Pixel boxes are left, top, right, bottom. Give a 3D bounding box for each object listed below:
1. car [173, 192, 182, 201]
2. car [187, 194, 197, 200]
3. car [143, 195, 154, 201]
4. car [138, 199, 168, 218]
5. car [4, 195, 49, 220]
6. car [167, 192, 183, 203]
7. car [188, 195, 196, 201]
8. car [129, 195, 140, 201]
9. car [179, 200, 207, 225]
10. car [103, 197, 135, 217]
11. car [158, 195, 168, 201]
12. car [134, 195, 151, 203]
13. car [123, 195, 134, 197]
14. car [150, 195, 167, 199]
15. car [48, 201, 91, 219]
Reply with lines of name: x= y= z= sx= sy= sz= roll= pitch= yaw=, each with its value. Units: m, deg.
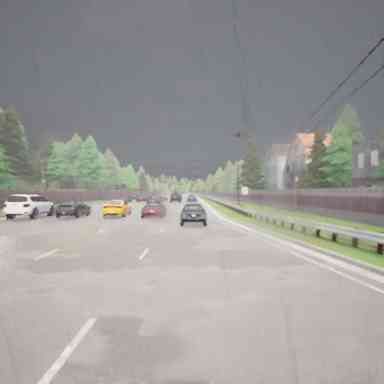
car: x=-3.493 y=1.104 z=81.010 sx=2.150 sy=2.045 sz=5.566 roll=0 pitch=0 yaw=0
car: x=0.006 y=1.388 z=70.947 sx=2.097 sy=1.767 sz=4.553 roll=0 pitch=0 yaw=0
car: x=-10.493 y=1.404 z=80.981 sx=2.128 sy=1.511 sz=4.902 roll=0 pitch=0 yaw=0
car: x=-3.397 y=1.581 z=30.151 sx=1.994 sy=1.385 sz=4.181 roll=0 pitch=0 yaw=0
car: x=-13.897 y=1.238 z=28.774 sx=2.150 sy=2.045 sz=5.566 roll=0 pitch=0 yaw=0
car: x=-3.494 y=1.257 z=70.590 sx=2.150 sy=2.045 sz=5.566 roll=0 pitch=0 yaw=0
car: x=0.006 y=1.379 z=80.980 sx=1.837 sy=1.490 sz=4.892 roll=0 pitch=0 yaw=0
car: x=-13.993 y=1.403 z=80.981 sx=1.812 sy=1.442 sz=4.674 roll=0 pitch=0 yaw=0
car: x=0.102 y=1.561 z=23.992 sx=2.033 sy=1.411 sz=5.357 roll=0 pitch=0 yaw=0
car: x=-6.896 y=1.496 z=31.058 sx=1.882 sy=1.535 sz=5.008 roll=0 pitch=0 yaw=0
car: x=-6.993 y=1.474 z=81.010 sx=1.895 sy=1.301 sz=4.718 roll=0 pitch=0 yaw=0
car: x=-10.494 y=1.388 z=70.947 sx=2.097 sy=1.767 sz=4.553 roll=0 pitch=0 yaw=0
car: x=-13.994 y=1.572 z=70.561 sx=2.033 sy=1.411 sz=5.357 roll=0 pitch=0 yaw=0
car: x=-6.994 y=1.557 z=70.560 sx=2.128 sy=1.511 sz=4.902 roll=0 pitch=0 yaw=0
car: x=-10.398 y=1.508 z=29.409 sx=2.128 sy=1.511 sz=4.902 roll=0 pitch=0 yaw=0
